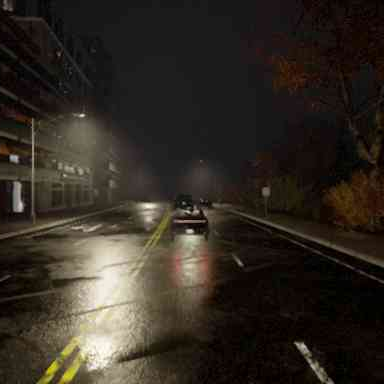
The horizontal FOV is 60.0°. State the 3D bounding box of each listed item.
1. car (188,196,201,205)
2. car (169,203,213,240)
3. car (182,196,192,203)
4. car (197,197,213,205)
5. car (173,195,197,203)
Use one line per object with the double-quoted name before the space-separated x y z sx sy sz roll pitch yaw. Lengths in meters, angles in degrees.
"car" 0.443 1.628 62.164 1.882 1.535 5.008 0 0 -5
"car" -0.164 1.540 17.196 2.128 1.511 4.902 0 0 -1
"car" -1.177 1.658 77.543 1.882 1.535 5.008 0 0 -7
"car" 1.744 1.609 46.011 2.128 1.511 4.902 0 0 -4
"car" -1.012 1.322 38.099 2.150 2.045 5.566 0 0 -3
